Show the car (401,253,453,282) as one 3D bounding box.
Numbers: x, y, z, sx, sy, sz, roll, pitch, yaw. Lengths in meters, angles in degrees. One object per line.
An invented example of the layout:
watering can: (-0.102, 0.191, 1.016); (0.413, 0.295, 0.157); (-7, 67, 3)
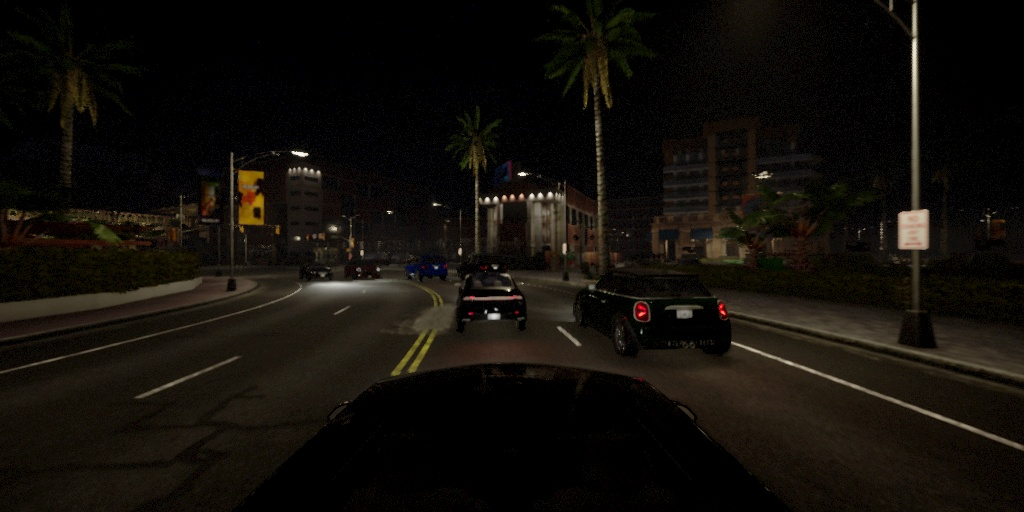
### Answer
car: (-7.040, 0.972, 29.119); (2.150, 2.045, 5.566); (0, 0, -31)

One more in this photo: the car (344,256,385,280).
car: (-13.214, 1.122, 31.592); (2.097, 1.767, 4.553); (0, 0, -39)

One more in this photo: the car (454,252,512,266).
car: (-2.407, 0.955, 27.980); (2.150, 2.045, 5.566); (0, 0, -27)

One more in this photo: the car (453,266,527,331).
car: (-0.749, 1.235, 10.987); (2.128, 1.511, 4.902); (0, 0, -8)

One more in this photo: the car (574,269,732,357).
car: (2.996, 1.084, 8.710); (2.097, 1.767, 4.553); (0, 0, -5)

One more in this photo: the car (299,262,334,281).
car: (-16.522, 1.278, 30.201); (2.128, 1.511, 4.902); (0, 0, -41)
